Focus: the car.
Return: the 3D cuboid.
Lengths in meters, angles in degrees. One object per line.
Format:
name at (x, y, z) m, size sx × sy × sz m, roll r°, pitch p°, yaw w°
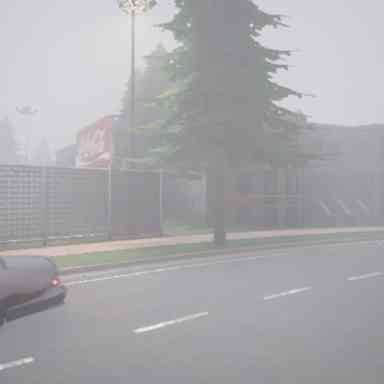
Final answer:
car at (-4.730, 1.542, 4.866) m, size 5.357 × 1.411 × 2.033 m, roll 0°, pitch 0°, yaw -35°
